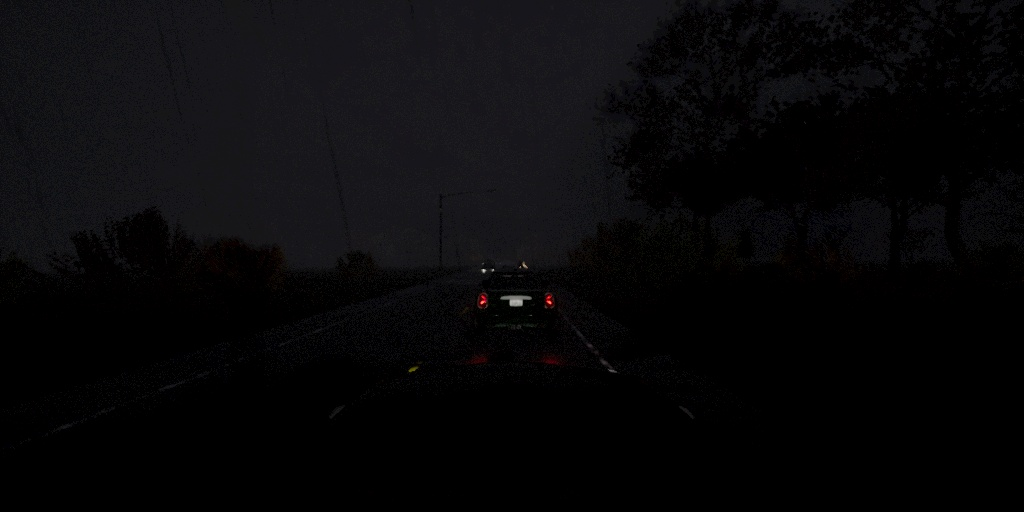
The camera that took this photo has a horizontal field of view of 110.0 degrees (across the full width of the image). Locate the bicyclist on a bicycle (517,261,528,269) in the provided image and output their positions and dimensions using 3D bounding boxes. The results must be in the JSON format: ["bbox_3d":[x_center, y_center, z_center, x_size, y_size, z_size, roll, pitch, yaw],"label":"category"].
[{"bbox_3d":[0.914,1.279,28.239,0.866,1.612,1.509,0,0,1],"label":"bicyclist on a bicycle"}]

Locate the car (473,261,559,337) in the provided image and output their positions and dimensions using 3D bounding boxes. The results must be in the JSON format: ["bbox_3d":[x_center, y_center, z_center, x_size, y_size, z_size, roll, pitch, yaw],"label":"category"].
[{"bbox_3d":[0.095,1.132,10.569,2.097,1.767,4.553,0,0,0],"label":"car"}]

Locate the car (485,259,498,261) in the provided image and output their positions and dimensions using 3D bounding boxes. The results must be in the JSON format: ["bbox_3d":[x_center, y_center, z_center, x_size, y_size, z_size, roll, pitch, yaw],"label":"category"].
[{"bbox_3d":[-3.868,1.309,59.863,2.097,1.767,4.553,0,0,0],"label":"car"}]
